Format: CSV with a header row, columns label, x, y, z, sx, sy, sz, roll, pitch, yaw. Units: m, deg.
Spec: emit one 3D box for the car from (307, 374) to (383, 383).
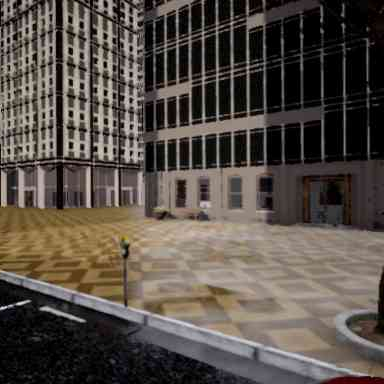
label,x,y,z,sx,sy,sz,roll,pitch,yaw
car,2.333,1.583,1.218,4.206,1.307,1.802,0,0,35
